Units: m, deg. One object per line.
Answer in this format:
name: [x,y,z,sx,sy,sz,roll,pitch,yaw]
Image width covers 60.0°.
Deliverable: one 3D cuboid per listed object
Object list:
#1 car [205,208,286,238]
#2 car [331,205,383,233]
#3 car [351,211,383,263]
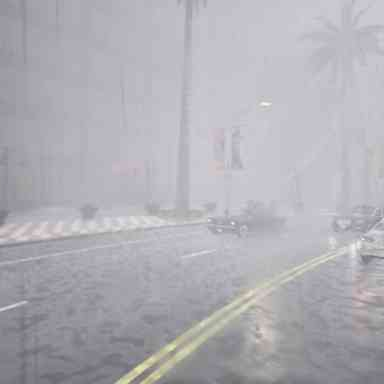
car: [2.846,1.497,17.104,1.895,1.301,4.718,2,1,45]
car: [9.665,1.502,18.469,4.902,1.511,2.128,1,1,-37]
car: [7.035,1.555,11.062,1.812,1.442,4.674,1,1,41]
